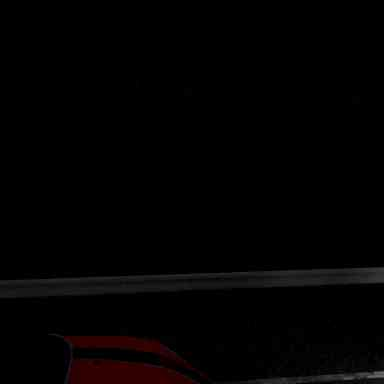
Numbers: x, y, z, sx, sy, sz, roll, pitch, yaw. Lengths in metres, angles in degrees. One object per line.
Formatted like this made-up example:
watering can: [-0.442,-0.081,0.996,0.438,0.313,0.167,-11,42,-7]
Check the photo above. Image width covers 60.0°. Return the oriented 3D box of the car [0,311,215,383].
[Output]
car: [-1.856,1.352,1.660,4.553,1.767,2.097,0,0,-6]
